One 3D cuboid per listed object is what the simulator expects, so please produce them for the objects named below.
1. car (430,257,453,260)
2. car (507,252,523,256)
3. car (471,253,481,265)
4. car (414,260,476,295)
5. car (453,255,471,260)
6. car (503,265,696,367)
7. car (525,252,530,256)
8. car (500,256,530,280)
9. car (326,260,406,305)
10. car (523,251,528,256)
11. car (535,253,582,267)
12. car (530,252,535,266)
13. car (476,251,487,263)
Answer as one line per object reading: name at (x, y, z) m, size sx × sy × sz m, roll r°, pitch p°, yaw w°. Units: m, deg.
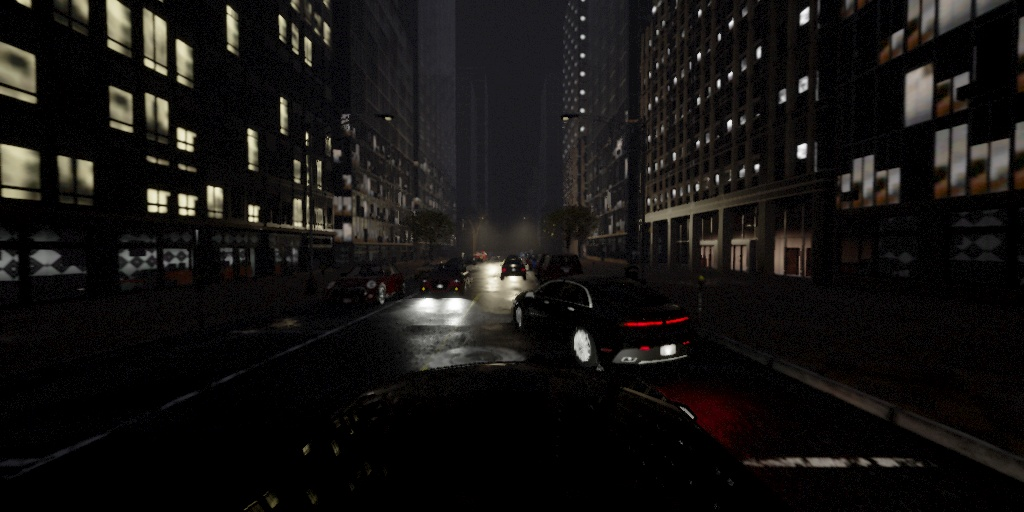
car at (-5.691, 0.909, 25.598) m, size 1.751 × 1.417 × 4.829 m, roll 0°, pitch 0°, yaw 0°
car at (0.079, 0.613, 43.878) m, size 1.837 × 1.490 × 4.892 m, roll 0°, pitch 1°, yaw 0°
car at (-5.691, 0.585, 48.500) m, size 2.007 × 1.370 × 4.403 m, roll 0°, pitch 0°, yaw 0°
car at (-3.097, 1.075, 17.394) m, size 1.994 × 1.385 × 4.181 m, roll 0°, pitch 1°, yaw 0°
car at (-5.692, 0.775, 37.134) m, size 1.948 × 1.339 × 4.313 m, roll 0°, pitch 0°, yaw 0°
car at (1.560, 1.163, 7.833) m, size 1.837 × 1.490 × 4.892 m, roll -1°, pitch 2°, yaw -21°
car at (2.690, 0.649, 37.134) m, size 1.967 × 1.591 × 4.097 m, roll 0°, pitch 0°, yaw 0°
car at (0.091, 0.925, 26.197) m, size 2.033 × 1.411 × 5.357 m, roll 0°, pitch 1°, yaw -1°
car at (-5.691, 0.997, 14.401) m, size 1.967 × 1.591 × 4.097 m, roll 0°, pitch 0°, yaw 0°
car at (2.689, 0.474, 48.500) m, size 1.967 × 1.591 × 4.097 m, roll 0°, pitch 0°, yaw 0°
car at (2.689, 0.785, 20.085) m, size 2.192 × 1.841 × 5.009 m, roll 0°, pitch 0°, yaw 0°
car at (2.689, 0.698, 25.768) m, size 2.192 × 1.841 × 5.009 m, roll 0°, pitch 0°, yaw 0°
car at (-5.691, 0.299, 59.866) m, size 1.967 × 1.591 × 4.097 m, roll 0°, pitch 0°, yaw 0°
